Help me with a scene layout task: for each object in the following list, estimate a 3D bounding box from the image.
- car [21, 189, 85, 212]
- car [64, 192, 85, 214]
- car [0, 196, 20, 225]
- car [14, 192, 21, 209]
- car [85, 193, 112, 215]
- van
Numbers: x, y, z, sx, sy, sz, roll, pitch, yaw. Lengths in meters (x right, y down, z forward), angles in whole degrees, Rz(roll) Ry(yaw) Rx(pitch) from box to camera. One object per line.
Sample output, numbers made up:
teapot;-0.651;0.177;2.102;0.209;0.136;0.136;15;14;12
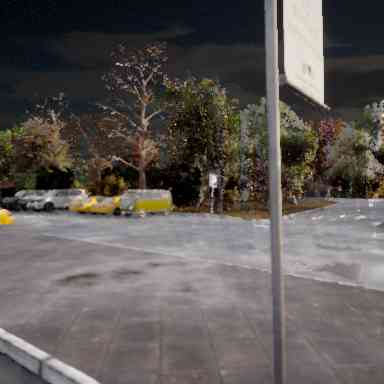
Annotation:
car;-12.504;0.767;31.437;2.435;2.045;5.566;0;0;35
car;-7.729;1.016;28.286;1.946;1.575;5.366;0;1;36
car;-11.173;1.143;15.211;1.946;1.575;5.366;0;1;36
car;-14.768;1.033;33.071;2.231;1.521;4.892;0;0;35
car;-5.565;1.027;26.737;1.946;1.575;5.366;0;1;36
van;-3.468;0.825;24.863;1.878;1.987;4.442;0;1;36
